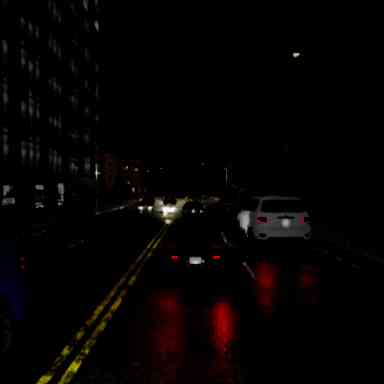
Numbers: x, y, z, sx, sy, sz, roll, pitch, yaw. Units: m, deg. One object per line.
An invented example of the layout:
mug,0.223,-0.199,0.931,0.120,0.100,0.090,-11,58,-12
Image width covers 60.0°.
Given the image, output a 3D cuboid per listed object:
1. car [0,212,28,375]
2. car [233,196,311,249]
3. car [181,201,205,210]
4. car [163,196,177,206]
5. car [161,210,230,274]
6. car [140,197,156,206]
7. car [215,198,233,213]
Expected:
car,-3.351,1.212,2.377,2.150,2.045,5.566,0,0,0
car,3.347,1.167,14.541,2.150,2.045,5.566,0,0,0
car,0.096,1.453,26.743,2.033,1.411,5.357,0,0,0
car,-3.256,1.357,49.672,2.128,1.511,4.902,0,0,0
car,0.092,1.489,10.345,1.812,1.442,4.674,0,0,0
car,-6.506,1.381,49.672,2.033,1.411,5.357,0,0,0
car,3.345,1.363,32.384,1.882,1.535,5.008,0,0,0
